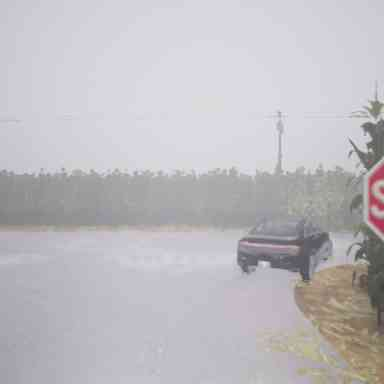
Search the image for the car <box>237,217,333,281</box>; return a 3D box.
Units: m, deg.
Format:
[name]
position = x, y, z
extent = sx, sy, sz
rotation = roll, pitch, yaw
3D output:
[car]
position = 2.950, 1.497, 10.032
extent = 2.128, 1.511, 4.902
rotation = 0, 0, 30
